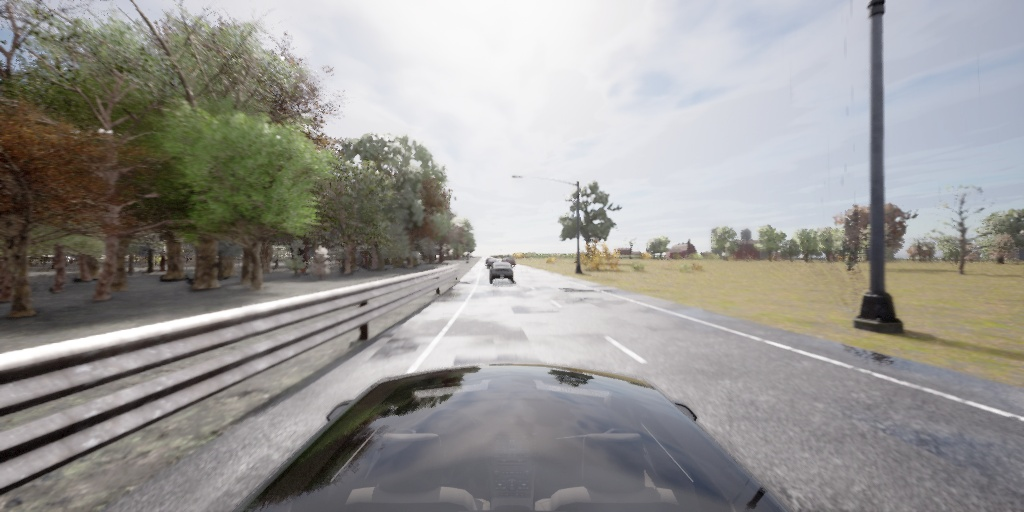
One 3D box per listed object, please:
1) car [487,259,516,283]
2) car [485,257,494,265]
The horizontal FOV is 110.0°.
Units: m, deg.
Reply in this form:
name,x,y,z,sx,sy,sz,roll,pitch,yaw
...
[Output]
name,x,y,z,sx,sy,sz,roll,pitch,yaw
car,-0.872,1.250,28.366,1.837,1.490,4.892,0,0,-4
car,-2.994,1.238,56.677,1.837,1.490,4.892,0,-1,-4
